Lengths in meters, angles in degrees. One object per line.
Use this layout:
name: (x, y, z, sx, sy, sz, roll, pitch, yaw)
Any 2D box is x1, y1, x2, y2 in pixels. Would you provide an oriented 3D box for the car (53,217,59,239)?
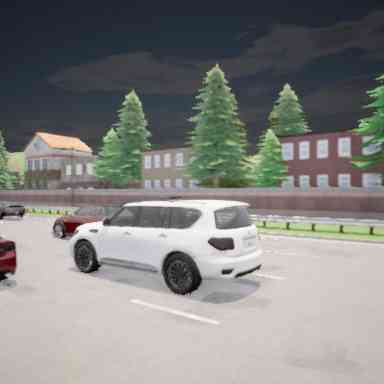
car: (-4.619, 1.360, 15.883, 4.553, 1.767, 2.097, 0, 0, 36)

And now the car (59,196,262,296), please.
car: (-0.904, 1.226, 8.929, 5.566, 2.045, 2.150, 0, 0, 36)

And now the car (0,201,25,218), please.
car: (-16.208, 1.510, 28.451, 4.902, 1.511, 2.128, 0, 0, 36)

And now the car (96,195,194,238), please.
car: (-2.757, 1.230, 18.857, 5.566, 2.045, 2.150, 0, 0, 36)

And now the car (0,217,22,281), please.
car: (-6.514, 1.484, 8.635, 5.008, 1.535, 1.882, 0, 0, 36)
